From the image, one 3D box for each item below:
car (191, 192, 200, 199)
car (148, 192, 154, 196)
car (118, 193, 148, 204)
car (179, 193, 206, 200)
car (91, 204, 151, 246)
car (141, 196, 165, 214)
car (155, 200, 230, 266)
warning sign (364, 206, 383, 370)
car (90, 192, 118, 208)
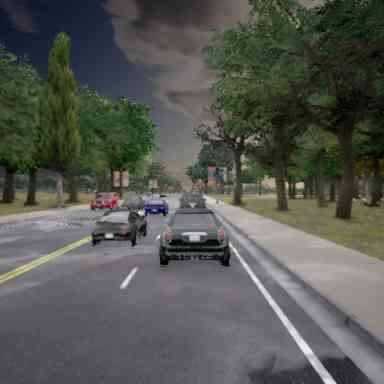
[{"bbox_3d":[0.784,0.913,83.699,2.097,1.767,4.553,0,0,0],"label":"car"},{"bbox_3d":[-10.069,0.734,79.093,1.812,1.442,4.674,0,0,0],"label":"car"},{"bbox_3d":[-6.669,1.219,37.956,2.097,1.767,4.553,0,0,0],"label":"car"},{"bbox_3d":[0.049,1.140,28.461,2.150,2.045,5.566,0,0,0],"label":"car"},{"bbox_3d":[-3.160,1.495,15.038,1.812,1.442,4.674,0,0,0],"label":"car"},{"bbox_3d":[-3.207,1.384,30.900,1.882,1.535,5.008,0,0,0],"label":"car"},{"bbox_3d":[0.077,1.330,11.565,2.097,1.767,4.553,0,0,0],"label":"car"},{"bbox_3d":[2.844,1.110,3.698,1.300,1.860,1.060,0,0,0],"label":"warning sign"},{"bbox_3d":[-9.923,1.086,38.147,2.150,2.045,5.566,0,0,0],"label":"car"}]
